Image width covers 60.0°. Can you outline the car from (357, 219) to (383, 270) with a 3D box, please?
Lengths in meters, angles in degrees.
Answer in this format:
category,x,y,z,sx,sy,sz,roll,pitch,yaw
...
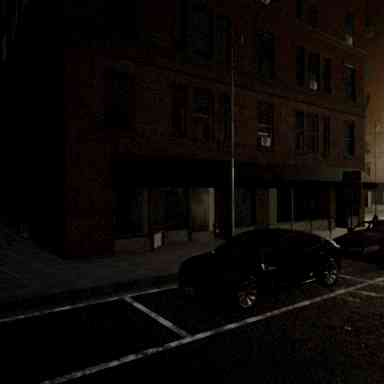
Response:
category,x,y,z,sx,sy,sz,roll,pitch,yaw
car,6.217,1.575,10.938,4.206,1.307,1.802,0,0,-35

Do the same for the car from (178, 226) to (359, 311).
category,x,y,z,sx,sy,sz,roll,pitch,yaw
car,1.731,1.562,7.754,4.313,1.339,1.947,0,0,-35
